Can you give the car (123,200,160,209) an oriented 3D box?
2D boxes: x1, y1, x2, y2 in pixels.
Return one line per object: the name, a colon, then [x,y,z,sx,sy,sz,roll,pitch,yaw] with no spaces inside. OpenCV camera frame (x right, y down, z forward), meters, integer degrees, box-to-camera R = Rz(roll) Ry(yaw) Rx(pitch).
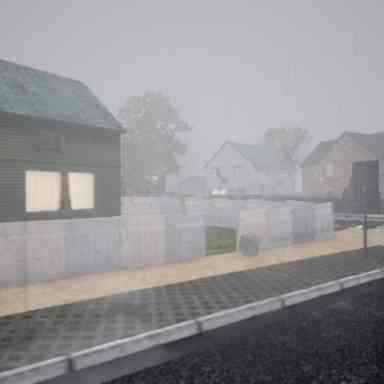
car: [-4.947,1.285,32.091,4.718,1.301,1.895,0,1,40]
